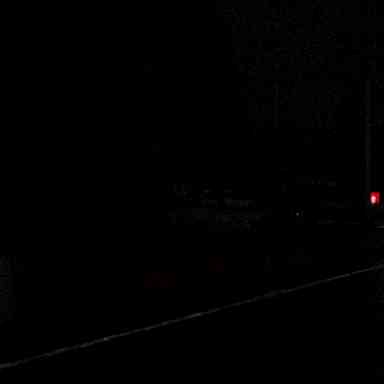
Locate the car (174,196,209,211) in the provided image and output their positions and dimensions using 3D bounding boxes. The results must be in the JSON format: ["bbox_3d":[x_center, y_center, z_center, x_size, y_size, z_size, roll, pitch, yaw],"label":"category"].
[{"bbox_3d":[-0.335,1.577,39.644,1.994,1.385,4.181,0,0,-37],"label":"car"}]

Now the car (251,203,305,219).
[{"bbox_3d":[7.495,1.616,29.269,1.895,1.301,4.718,0,0,-37],"label":"car"}]

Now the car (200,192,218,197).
[{"bbox_3d":[5.034,1.113,92.368,1.932,1.855,4.605,0,0,-37],"label":"car"}]
